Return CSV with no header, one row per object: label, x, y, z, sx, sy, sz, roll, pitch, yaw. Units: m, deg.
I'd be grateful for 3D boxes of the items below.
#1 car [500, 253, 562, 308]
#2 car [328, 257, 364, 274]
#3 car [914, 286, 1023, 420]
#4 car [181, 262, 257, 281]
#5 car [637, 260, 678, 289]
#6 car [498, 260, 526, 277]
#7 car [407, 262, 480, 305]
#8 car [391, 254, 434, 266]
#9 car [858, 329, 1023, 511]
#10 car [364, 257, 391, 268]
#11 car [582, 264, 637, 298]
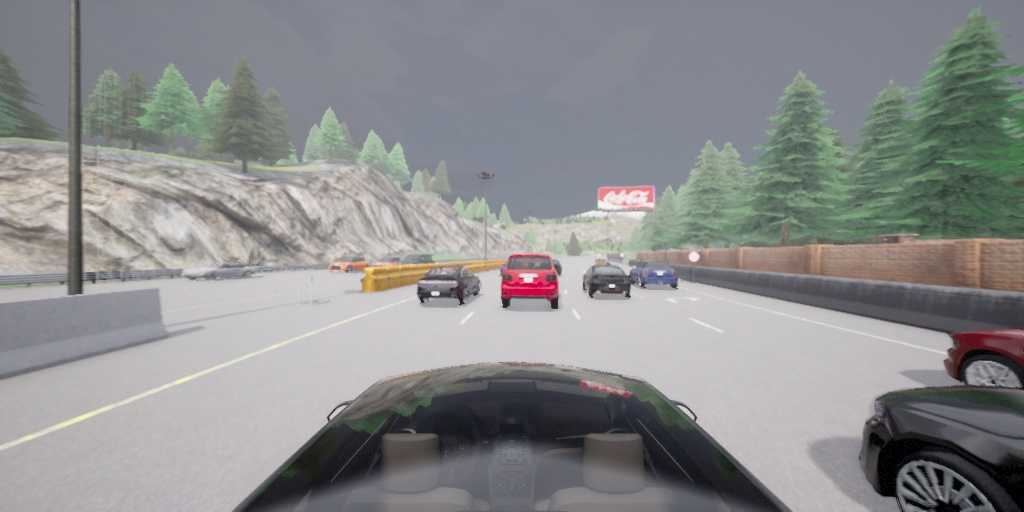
car,0.841,0.911,15.112,2.150,2.045,5.566,0,0,6
car,-17.156,0.883,37.823,2.097,1.767,4.553,0,0,11
car,7.183,1.242,3.064,1.882,1.535,5.008,0,0,1
car,-22.455,1.165,27.739,1.895,1.301,4.718,0,0,9
car,8.863,1.028,22.811,2.097,1.767,4.553,0,0,8
car,0.089,1.126,33.669,1.812,1.442,4.674,0,0,10
car,-2.610,1.169,15.689,2.128,1.511,4.902,0,0,5
car,-10.066,0.776,37.662,2.150,2.045,5.566,0,0,11
car,3.667,1.256,0.798,2.128,1.511,4.902,0,0,0
car,-13.422,0.890,38.706,2.097,1.767,4.553,0,0,11
car,4.702,1.163,18.310,1.882,1.535,5.008,0,0,6
